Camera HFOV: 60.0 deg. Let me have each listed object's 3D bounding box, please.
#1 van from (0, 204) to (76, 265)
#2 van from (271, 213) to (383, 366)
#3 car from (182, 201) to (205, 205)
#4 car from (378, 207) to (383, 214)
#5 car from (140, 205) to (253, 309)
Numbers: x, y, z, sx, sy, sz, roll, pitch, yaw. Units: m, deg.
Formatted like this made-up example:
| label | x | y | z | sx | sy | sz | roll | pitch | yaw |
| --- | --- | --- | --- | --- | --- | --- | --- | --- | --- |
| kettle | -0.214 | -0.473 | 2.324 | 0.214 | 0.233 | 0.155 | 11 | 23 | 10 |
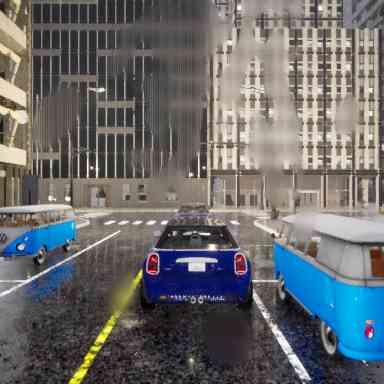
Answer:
| label | x | y | z | sx | sy | sz | roll | pitch | yaw |
| --- | --- | --- | --- | --- | --- | --- | --- | --- | --- |
| van | -5.335 | 1.345 | 11.325 | 1.690 | 1.788 | 3.998 | 0 | 0 | 0 |
| van | 2.558 | 1.343 | 5.658 | 1.690 | 1.788 | 3.998 | 0 | 0 | 0 |
| car | 0.085 | 1.359 | 18.057 | 2.097 | 1.767 | 4.553 | 0 | 0 | 0 |
| car | 18.980 | 1.490 | 29.080 | 4.829 | 1.417 | 1.752 | 0 | 0 | 0 |
| car | 0.083 | 1.354 | 8.031 | 2.097 | 1.767 | 4.553 | 0 | 0 | 0 |
